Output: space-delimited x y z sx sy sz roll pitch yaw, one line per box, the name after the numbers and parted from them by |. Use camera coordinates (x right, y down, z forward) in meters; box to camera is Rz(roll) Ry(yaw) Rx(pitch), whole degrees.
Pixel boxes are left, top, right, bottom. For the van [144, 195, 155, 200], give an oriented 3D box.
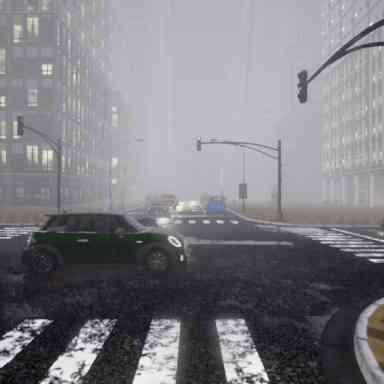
-5.752 1.340 47.049 1.690 1.788 3.998 0 0 0 | van

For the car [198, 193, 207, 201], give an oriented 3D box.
2.788 1.309 85.790 2.192 1.841 5.009 0 0 0 | car

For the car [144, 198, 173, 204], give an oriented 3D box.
-3.223 1.600 32.908 1.895 1.301 4.718 0 0 0 | car

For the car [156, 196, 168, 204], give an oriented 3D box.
-5.685 1.564 63.667 1.947 1.339 4.313 0 0 0 | car

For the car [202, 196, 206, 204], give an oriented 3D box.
2.628 1.544 41.479 1.887 1.381 4.507 0 0 0 | car

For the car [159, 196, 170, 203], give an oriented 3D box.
-5.662 1.548 69.205 2.008 1.369 4.403 0 0 0 | car

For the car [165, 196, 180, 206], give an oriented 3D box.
-3.121 1.490 54.791 2.128 1.511 4.902 0 0 0 | car

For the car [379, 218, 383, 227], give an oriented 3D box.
14.401 1.685 20.126 5.357 1.411 2.033 0 0 -1 | car

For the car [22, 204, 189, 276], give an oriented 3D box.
-2.370 1.355 9.824 4.553 1.767 2.097 0 0 -1 | car

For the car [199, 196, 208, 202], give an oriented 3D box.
2.764 1.561 80.251 1.947 1.339 4.313 0 0 0 | car

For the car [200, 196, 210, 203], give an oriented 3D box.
2.718 1.542 69.172 1.887 1.381 4.507 0 0 0 | car

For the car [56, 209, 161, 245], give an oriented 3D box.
-4.014 1.599 16.487 4.718 1.301 1.895 0 0 -42 | car

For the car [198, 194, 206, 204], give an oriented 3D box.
2.696 1.313 63.633 2.192 1.841 5.009 0 0 0 | car

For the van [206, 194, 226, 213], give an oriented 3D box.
2.696 1.340 35.940 1.690 1.788 3.998 0 0 0 | van

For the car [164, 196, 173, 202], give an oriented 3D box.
-5.616 1.577 80.285 1.802 1.307 4.206 0 0 0 | car

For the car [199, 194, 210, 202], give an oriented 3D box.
2.742 1.311 74.712 2.192 1.841 5.009 0 0 0 | car

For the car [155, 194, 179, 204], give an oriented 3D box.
-3.172 1.221 43.670 2.150 2.045 5.566 0 0 0 | car
